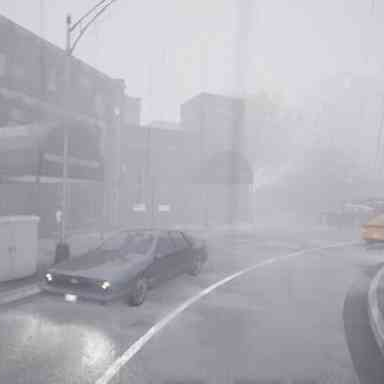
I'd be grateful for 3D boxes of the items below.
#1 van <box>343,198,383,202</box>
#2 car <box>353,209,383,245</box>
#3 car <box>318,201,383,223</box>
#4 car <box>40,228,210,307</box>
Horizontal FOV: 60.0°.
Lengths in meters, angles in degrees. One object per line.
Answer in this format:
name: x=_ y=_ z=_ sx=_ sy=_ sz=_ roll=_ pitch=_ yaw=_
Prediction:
van: x=14.857 y=1.460 z=27.669 sx=1.878 sy=1.987 sz=4.442 roll=-2 pitch=0 yaw=-29
car: x=10.396 y=1.782 z=16.319 sx=5.008 sy=1.535 sz=1.882 roll=0 pitch=-1 yaw=-32
car: x=12.358 y=1.764 z=26.401 sx=2.231 sy=1.521 sz=4.892 roll=-1 pitch=0 yaw=-29
car: x=-1.194 y=1.670 z=8.665 sx=2.033 sy=1.411 sz=5.357 roll=0 pitch=-1 yaw=24
